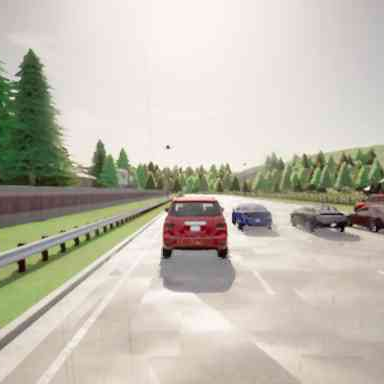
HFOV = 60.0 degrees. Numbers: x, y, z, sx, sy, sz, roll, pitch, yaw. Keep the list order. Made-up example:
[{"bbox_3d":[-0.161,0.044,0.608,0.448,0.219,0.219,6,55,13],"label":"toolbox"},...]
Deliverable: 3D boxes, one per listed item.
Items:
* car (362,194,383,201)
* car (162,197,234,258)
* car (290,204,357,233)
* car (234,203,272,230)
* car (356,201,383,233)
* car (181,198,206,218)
[{"bbox_3d":[14.100,1.147,24.423,2.150,2.045,5.566,0,0,0],"label":"car"},{"bbox_3d":[0.100,1.182,12.713,2.150,2.045,5.566,0,0,0],"label":"car"},{"bbox_3d":[7.100,1.433,19.123,2.128,1.511,4.902,0,0,0],"label":"car"},{"bbox_3d":[3.602,1.414,20.687,1.882,1.535,5.008,0,0,0],"label":"car"},{"bbox_3d":[10.587,1.467,19.122,1.812,1.442,4.674,0,0,0],"label":"car"},{"bbox_3d":[0.100,1.398,30.350,2.128,1.511,4.902,0,0,0],"label":"car"}]
